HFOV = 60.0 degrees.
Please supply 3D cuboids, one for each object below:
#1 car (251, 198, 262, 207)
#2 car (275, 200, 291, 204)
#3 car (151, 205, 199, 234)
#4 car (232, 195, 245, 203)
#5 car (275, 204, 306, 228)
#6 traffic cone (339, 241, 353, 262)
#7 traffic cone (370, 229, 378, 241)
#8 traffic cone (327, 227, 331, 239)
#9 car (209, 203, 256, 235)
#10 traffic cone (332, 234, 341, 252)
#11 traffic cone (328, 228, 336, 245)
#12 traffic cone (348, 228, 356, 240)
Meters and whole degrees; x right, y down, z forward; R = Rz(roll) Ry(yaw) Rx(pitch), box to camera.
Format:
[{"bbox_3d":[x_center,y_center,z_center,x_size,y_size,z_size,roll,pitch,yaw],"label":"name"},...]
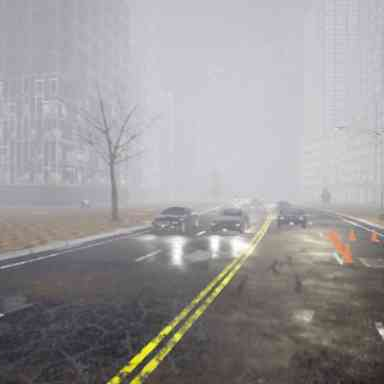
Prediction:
[{"bbox_3d":[11.738,1.868,60.670,1.812,1.442,4.674,0,0,10],"label":"car"},{"bbox_3d":[11.704,1.801,42.838,1.812,1.442,4.674,0,0,12],"label":"car"},{"bbox_3d":[-0.914,1.601,20.321,1.837,1.490,4.892,0,0,16],"label":"car"},{"bbox_3d":[8.523,1.546,61.092,2.150,2.045,5.566,0,0,10],"label":"car"},{"bbox_3d":[7.094,1.768,23.917,1.895,1.301,4.718,0,0,15],"label":"car"},{"bbox_3d":[5.255,2.052,11.261,0.340,0.580,0.340,0,0,18],"label":"traffic cone"},{"bbox_3d":[8.973,2.103,16.378,0.340,0.580,0.340,0,0,18],"label":"traffic cone"},{"bbox_3d":[7.066,2.092,16.981,0.340,0.580,0.340,0,0,18],"label":"traffic cone"},{"bbox_3d":[2.484,1.667,20.310,2.033,1.411,5.357,0,0,16],"label":"car"},{"bbox_3d":[5.859,2.066,13.168,0.340,0.580,0.340,0,0,18],"label":"traffic cone"},{"bbox_3d":[6.462,2.079,15.075,0.340,0.580,0.340,0,0,18],"label":"traffic cone"},{"bbox_3d":[8.019,2.097,16.679,0.340,0.580,0.340,0,0,18],"label":"traffic cone"}]
